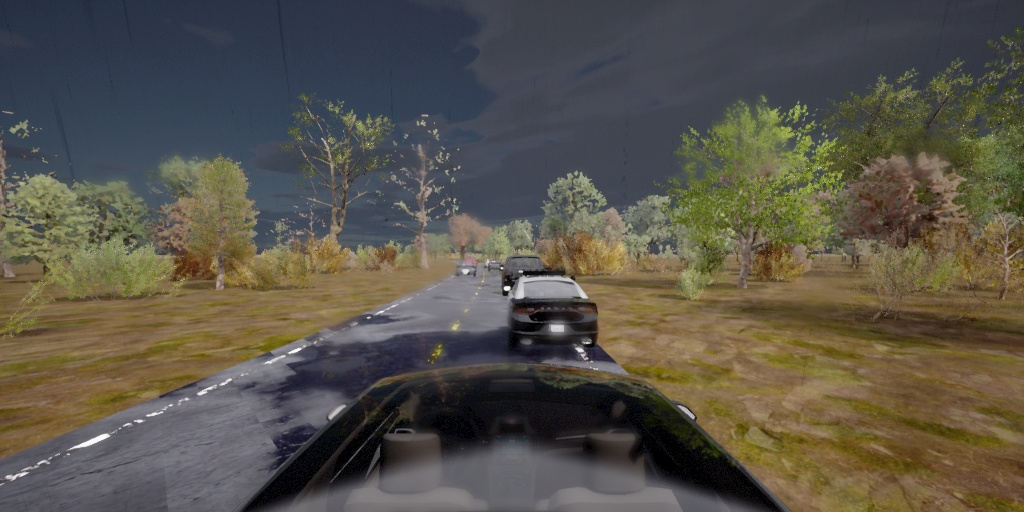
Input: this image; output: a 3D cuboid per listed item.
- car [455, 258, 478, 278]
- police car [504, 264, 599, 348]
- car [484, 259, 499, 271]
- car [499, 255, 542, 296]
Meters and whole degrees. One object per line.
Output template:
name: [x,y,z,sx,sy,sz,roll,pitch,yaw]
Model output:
car: [-4.326,1.240,34.384,2.128,1.511,4.902,0,0,-4]
police car: [0.820,1.174,9.415,1.930,1.638,5.238,0,0,-1]
car: [-2.313,1.240,48.066,2.128,1.511,4.902,0,0,-5]
car: [0.531,0.972,19.380,2.150,2.045,5.566,0,0,-2]
